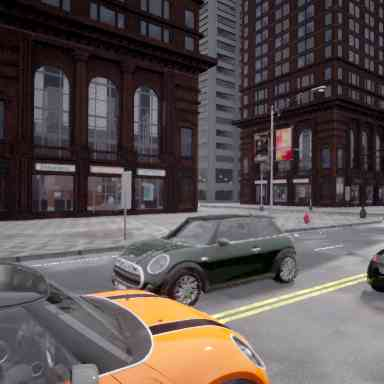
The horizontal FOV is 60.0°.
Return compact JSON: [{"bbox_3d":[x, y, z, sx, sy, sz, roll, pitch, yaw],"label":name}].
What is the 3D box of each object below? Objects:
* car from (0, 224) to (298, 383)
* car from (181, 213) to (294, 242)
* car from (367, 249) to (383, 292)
[{"bbox_3d":[-1.512,1.352,2.360,4.553,1.767,2.097,0,0,-36],"label":"car"},{"bbox_3d":[0.435,1.354,7.994,4.553,1.767,2.097,0,0,-36],"label":"car"},{"bbox_3d":[5.915,1.576,7.680,4.181,1.385,1.994,0,0,-35],"label":"car"}]
